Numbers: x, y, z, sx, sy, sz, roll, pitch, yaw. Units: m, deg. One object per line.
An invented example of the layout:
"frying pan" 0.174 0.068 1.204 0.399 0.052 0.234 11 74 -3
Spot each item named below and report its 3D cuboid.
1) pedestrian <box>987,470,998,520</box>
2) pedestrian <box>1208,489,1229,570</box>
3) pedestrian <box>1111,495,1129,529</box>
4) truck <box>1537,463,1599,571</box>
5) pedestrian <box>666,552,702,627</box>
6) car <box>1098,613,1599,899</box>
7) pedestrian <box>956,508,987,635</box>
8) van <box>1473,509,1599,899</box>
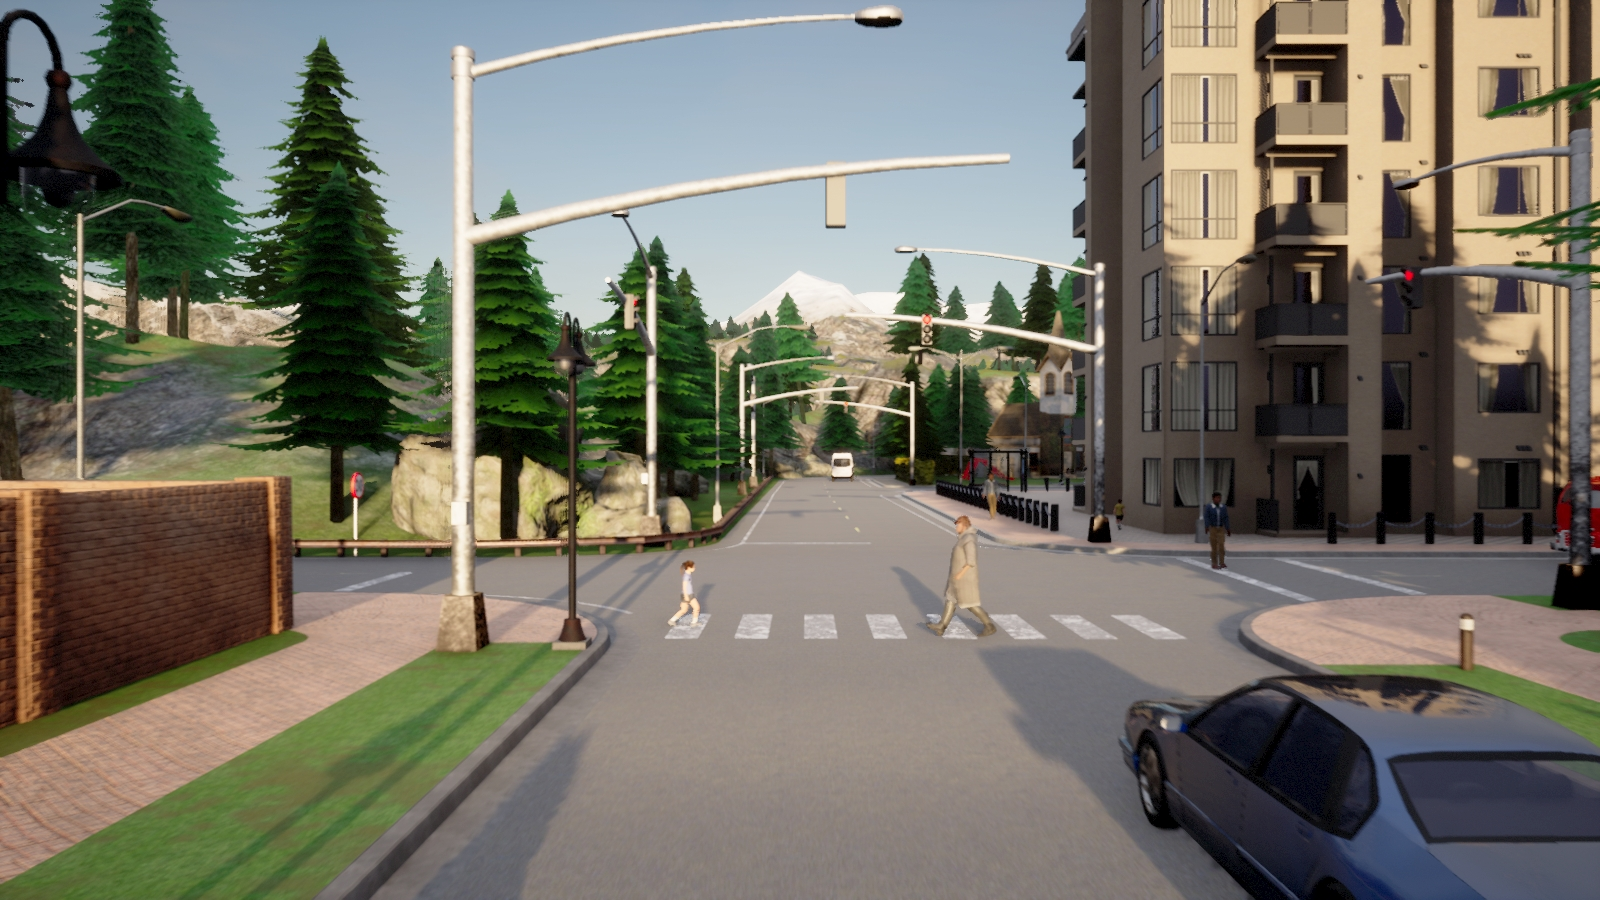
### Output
"pedestrian" 7.205 1.690 42.805 0.375 1.860 0.375 0 0 6
"pedestrian" 9.686 1.828 26.453 0.375 1.860 0.375 0 0 2
"pedestrian" 10.635 2.058 37.968 0.500 1.100 0.500 0 0 7
"truck" 20.977 1.547 27.147 5.204 2.467 2.627 0 0 1
"pedestrian" -1.840 2.194 18.061 0.500 1.100 0.500 0 0 -14
"car" 3.506 2.072 6.879 2.033 1.411 5.357 0 0 0
"pedestrian" 2.564 1.816 17.123 0.375 1.860 0.375 0 0 -6
"van" 3.512 1.501 1.309 1.988 2.561 5.915 0 0 0
